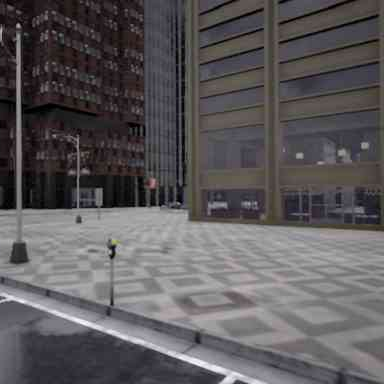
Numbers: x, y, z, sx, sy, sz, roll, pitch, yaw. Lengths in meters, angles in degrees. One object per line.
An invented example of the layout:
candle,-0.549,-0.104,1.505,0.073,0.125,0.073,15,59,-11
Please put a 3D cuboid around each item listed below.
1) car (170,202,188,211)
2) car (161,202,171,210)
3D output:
car,-1.001,2.622,60.474,2.033,1.411,5.357,-1,-1,35
car,-3.836,2.590,62.099,2.128,1.511,4.902,-1,-1,35
